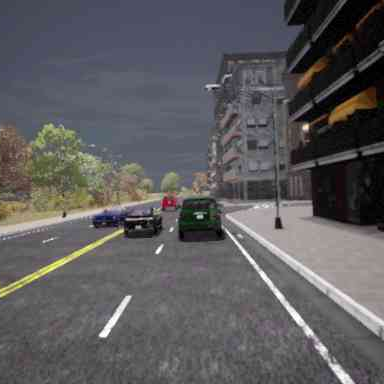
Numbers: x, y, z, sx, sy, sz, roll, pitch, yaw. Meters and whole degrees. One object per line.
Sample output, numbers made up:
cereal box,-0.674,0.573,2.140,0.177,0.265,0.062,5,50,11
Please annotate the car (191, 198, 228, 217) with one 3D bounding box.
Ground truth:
car,1.852,1.473,33.191,2.128,1.511,4.902,-3,0,22

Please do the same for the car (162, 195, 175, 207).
car,-3.002,1.464,46.218,2.150,2.045,5.566,-2,0,-1

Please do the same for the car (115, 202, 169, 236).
car,-2.822,1.656,20.016,2.128,1.511,4.902,-2,0,0

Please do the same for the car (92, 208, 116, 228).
car,-6.171,1.923,25.599,1.895,1.301,4.718,-2,0,1

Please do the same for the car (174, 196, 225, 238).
car,0.395,1.245,18.112,2.150,2.045,5.566,-2,0,0
